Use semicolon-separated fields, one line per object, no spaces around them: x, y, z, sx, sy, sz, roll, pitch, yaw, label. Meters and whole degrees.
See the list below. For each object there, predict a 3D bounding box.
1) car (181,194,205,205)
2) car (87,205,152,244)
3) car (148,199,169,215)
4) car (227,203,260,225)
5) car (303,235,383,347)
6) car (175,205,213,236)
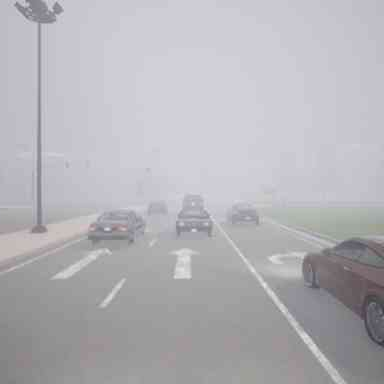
0.104;1.217;33.164;2.150;2.045;5.566;0;0;0;car
-3.398;1.545;15.875;2.033;1.411;5.357;0;0;0;car
-3.396;1.484;33.700;2.128;1.511;4.902;0;0;0;car
3.603;1.522;23.728;1.812;1.442;4.674;0;0;0;car
3.601;1.525;6.178;1.812;1.442;4.674;0;0;0;car
0.102;1.598;18.511;1.895;1.301;4.718;0;0;0;car
